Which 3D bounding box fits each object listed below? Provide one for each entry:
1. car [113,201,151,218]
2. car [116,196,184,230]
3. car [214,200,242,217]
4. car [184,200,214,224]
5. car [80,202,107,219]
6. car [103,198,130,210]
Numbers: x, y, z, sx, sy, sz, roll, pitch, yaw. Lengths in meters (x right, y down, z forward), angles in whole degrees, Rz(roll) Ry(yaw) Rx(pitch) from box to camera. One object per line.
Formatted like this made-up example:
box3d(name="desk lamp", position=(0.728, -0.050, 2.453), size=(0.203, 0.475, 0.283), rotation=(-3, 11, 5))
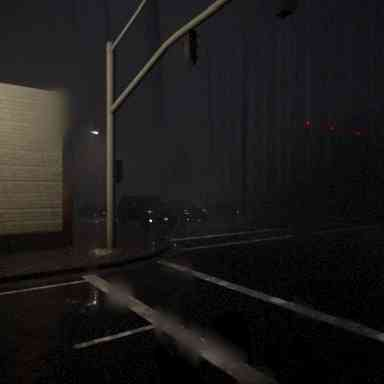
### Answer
box3d(name="car", position=(-5.822, 1.616, 32.036), size=(1.994, 1.385, 4.181), rotation=(0, 0, -35))
box3d(name="car", position=(-3.165, 1.275, 22.295), size=(2.150, 2.045, 5.566), rotation=(0, 0, -36))
box3d(name="car", position=(2.780, 1.555, 32.500), size=(1.837, 1.490, 4.892), rotation=(0, 0, -37))
box3d(name="car", position=(-0.799, 1.404, 25.010), size=(2.097, 1.767, 4.553), rotation=(0, 0, -36))
box3d(name="car", position=(-8.635, 1.617, 29.959), size=(1.994, 1.385, 4.181), rotation=(0, 0, -35))
box3d(name="car", position=(-10.205, 1.577, 44.445), size=(1.812, 1.442, 4.674), rotation=(0, 0, -36))
